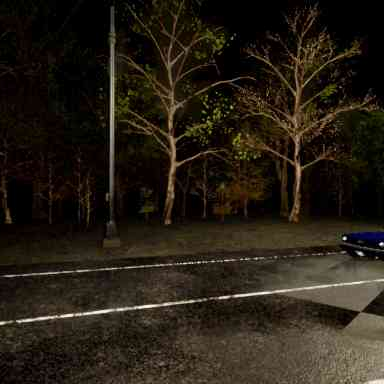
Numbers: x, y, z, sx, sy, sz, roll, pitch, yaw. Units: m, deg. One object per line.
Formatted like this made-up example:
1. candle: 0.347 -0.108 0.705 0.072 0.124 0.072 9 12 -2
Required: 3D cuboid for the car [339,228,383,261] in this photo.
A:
1. car: 7.434 1.656 11.274 4.718 1.301 1.895 0 0 -19
